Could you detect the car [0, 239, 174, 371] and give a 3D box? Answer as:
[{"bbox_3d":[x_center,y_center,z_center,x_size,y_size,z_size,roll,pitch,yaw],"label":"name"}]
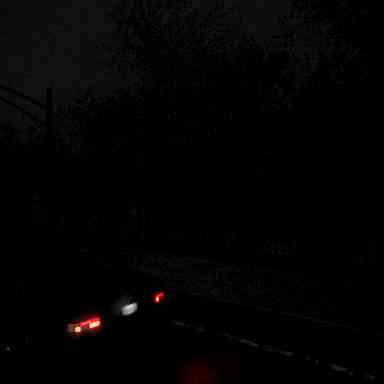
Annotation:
[{"bbox_3d":[-2.834,1.547,5.712,5.357,1.411,2.033,0,0,36],"label":"car"}]
